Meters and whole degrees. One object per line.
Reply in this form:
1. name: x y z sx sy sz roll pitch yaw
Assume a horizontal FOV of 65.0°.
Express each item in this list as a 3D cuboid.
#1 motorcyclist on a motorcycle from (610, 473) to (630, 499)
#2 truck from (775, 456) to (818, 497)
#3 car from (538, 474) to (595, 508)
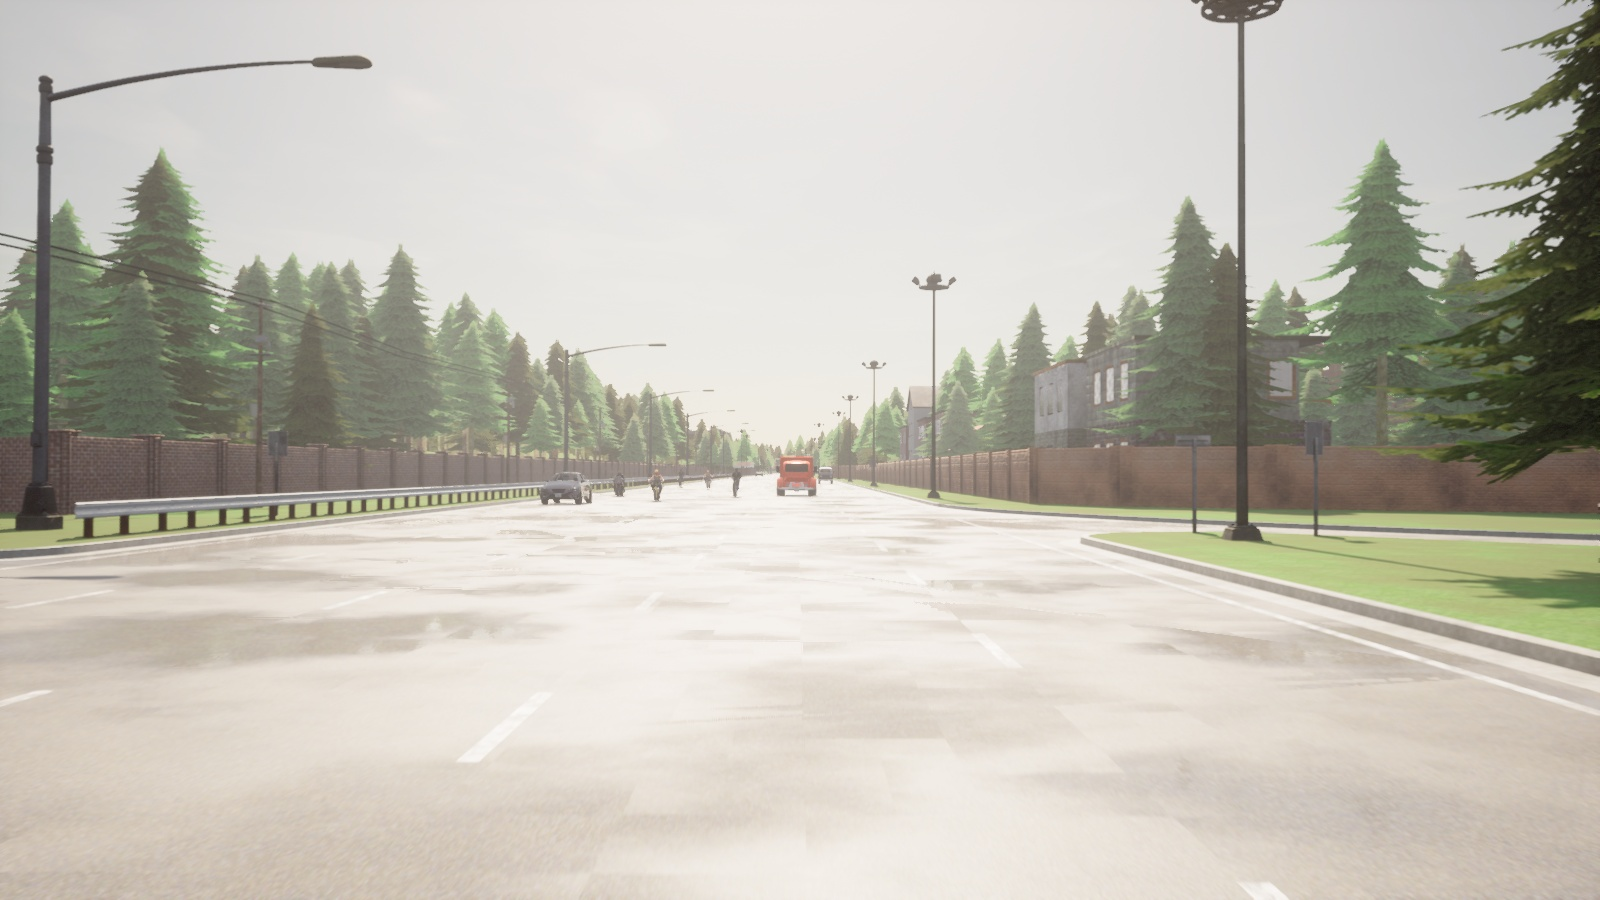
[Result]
1. motorcyclist on a motorcycle: -10.684 2.139 74.493 0.866 1.530 2.191 0 -1 0
2. truck: -0.198 1.654 79.173 2.627 2.467 5.204 0 -1 0
3. car: -10.642 1.832 57.416 1.816 1.474 4.193 0 -1 0
